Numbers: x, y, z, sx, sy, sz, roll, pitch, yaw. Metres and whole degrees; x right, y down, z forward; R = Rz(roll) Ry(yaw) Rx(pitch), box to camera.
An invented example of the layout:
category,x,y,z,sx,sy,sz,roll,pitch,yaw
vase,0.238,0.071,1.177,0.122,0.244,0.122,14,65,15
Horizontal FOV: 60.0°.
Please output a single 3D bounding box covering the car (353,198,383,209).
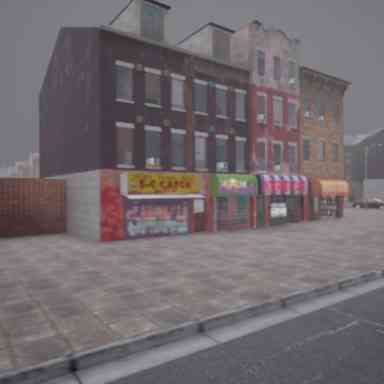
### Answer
category,x,y,z,sx,sy,sz,roll,pitch,yaw
car,21.804,1.387,40.160,1.887,1.381,4.507,-1,0,-36
